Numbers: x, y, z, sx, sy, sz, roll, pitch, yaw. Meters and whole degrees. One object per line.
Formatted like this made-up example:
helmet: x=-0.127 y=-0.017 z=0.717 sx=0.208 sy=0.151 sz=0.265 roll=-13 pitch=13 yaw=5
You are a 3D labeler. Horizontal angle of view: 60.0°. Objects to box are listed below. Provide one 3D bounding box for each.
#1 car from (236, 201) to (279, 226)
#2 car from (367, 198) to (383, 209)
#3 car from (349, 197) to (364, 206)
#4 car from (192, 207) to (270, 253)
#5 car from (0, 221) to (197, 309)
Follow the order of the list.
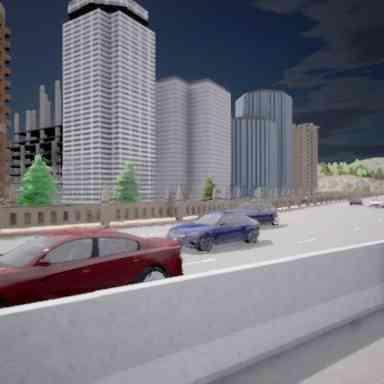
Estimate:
car: x=3.776 y=1.398 z=21.683 sx=2.097 sy=1.767 sz=4.553 roll=0 pitch=0 yaw=43
car: x=26.267 y=1.566 z=47.310 sx=1.812 sy=1.442 sz=4.674 roll=0 pitch=0 yaw=33
car: x=27.740 y=1.562 z=56.137 sx=1.837 sy=1.490 sz=4.892 roll=0 pitch=0 yaw=33
car: x=1.075 y=1.561 z=14.173 sx=4.674 sy=1.442 sz=1.812 roll=0 pitch=0 yaw=-42
car: x=-2.493 y=1.504 z=6.698 sx=5.008 sy=1.535 sz=1.882 roll=0 pitch=0 yaw=-38
